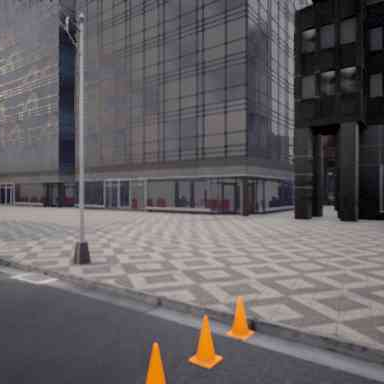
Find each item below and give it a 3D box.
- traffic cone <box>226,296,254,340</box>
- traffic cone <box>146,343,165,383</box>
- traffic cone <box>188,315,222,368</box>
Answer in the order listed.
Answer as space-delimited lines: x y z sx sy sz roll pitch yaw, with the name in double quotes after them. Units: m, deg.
0.762 1.956 5.272 0.340 0.580 0.340 0 0 36 "traffic cone"
-0.401 1.956 3.644 0.340 0.580 0.340 0 0 36 "traffic cone"
0.180 1.956 4.458 0.340 0.580 0.340 0 0 36 "traffic cone"
